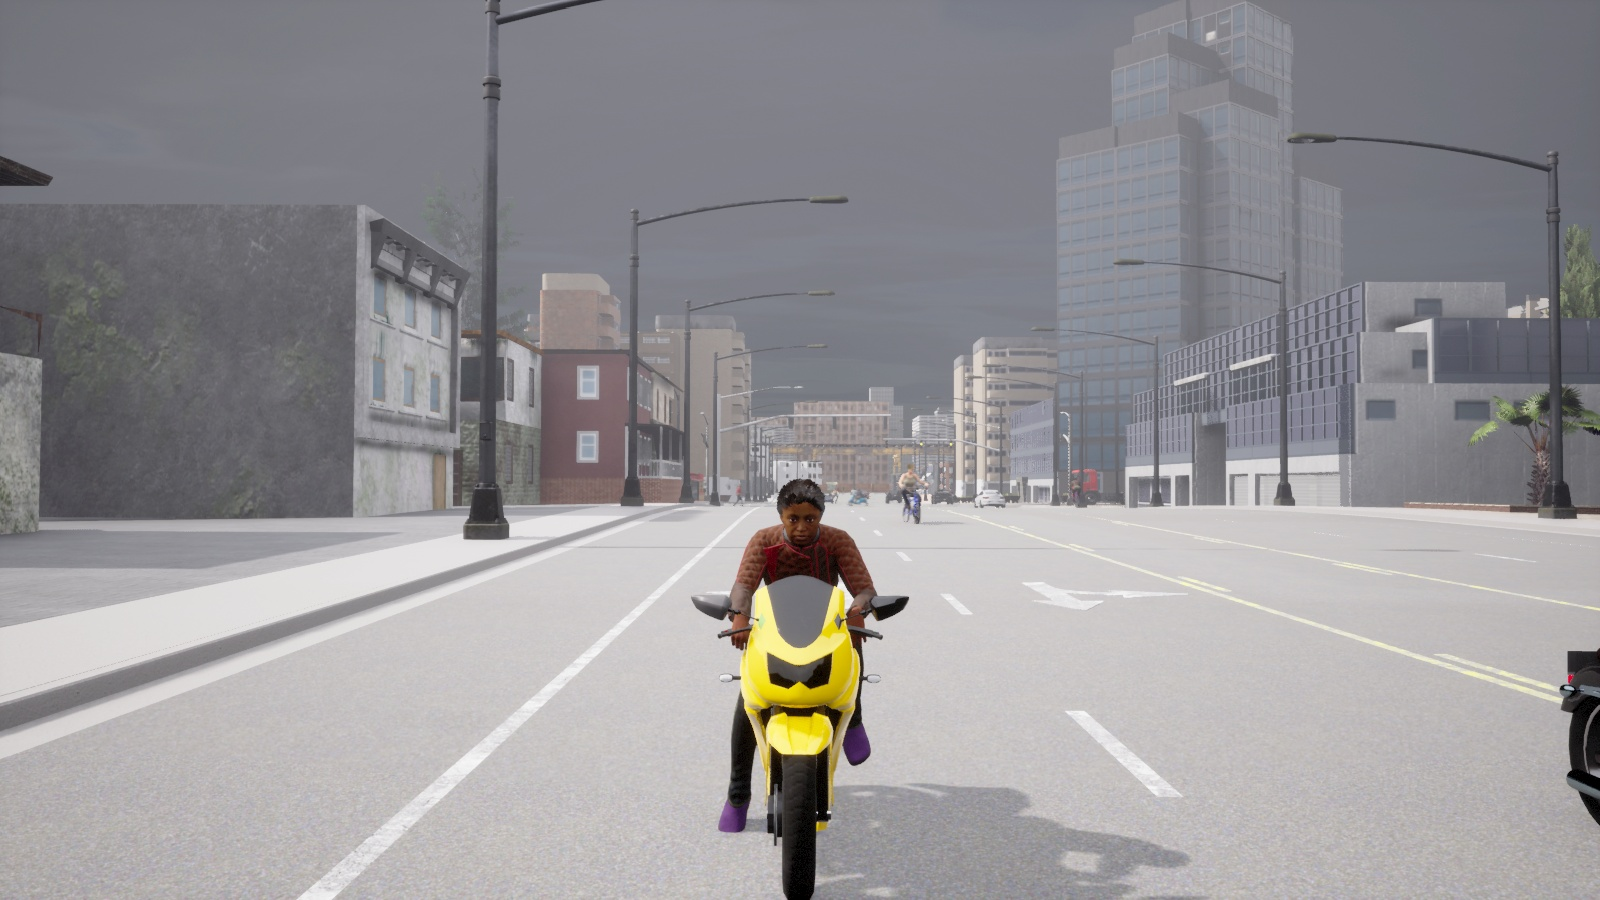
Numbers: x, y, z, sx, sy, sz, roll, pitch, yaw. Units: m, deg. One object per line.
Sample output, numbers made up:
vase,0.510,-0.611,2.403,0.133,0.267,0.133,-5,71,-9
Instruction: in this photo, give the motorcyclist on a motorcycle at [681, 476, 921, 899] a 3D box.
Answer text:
motorcyclist on a motorcycle,0.010,0.876,5.219,0.797,1.523,2.044,0,-1,0

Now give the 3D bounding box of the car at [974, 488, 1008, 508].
car,14.162,3.577,93.469,1.812,1.442,4.674,0,-2,0

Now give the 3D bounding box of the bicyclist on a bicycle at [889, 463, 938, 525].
bicyclist on a bicycle,3.006,1.144,33.385,0.866,1.612,1.509,0,-1,-12

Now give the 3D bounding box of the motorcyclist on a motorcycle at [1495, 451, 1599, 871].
motorcyclist on a motorcycle,3.517,0.821,4.476,0.766,1.649,2.350,0,-1,0
